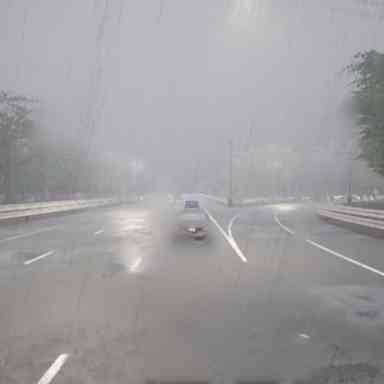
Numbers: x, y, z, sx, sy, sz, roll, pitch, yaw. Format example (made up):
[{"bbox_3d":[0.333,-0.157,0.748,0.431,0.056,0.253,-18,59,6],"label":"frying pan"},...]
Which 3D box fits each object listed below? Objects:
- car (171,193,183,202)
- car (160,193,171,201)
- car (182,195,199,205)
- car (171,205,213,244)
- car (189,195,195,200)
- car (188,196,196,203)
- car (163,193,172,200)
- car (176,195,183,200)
[{"bbox_3d":[-3.517,1.367,84.793,2.150,2.045,5.566,0,0,0],"label":"car"},{"bbox_3d":[-7.016,1.697,85.178,1.994,1.385,4.181,0,0,0],"label":"car"},{"bbox_3d":[-0.011,1.522,47.318,1.882,1.535,5.008,0,0,0],"label":"car"},{"bbox_3d":[-0.003,1.562,15.802,2.033,1.411,5.357,0,0,0],"label":"car"},{"bbox_3d":[-0.019,1.630,95.631,1.895,1.301,4.718,0,0,0],"label":"car"},{"bbox_3d":[-0.016,1.622,76.500,1.837,1.490,4.892,0,0,0],"label":"car"},{"bbox_3d":[-7.019,1.242,95.215,2.150,2.045,5.566,0,0,0],"label":"car"},{"bbox_3d":[-3.519,1.612,95.215,1.895,1.301,4.718,0,0,0],"label":"car"}]
